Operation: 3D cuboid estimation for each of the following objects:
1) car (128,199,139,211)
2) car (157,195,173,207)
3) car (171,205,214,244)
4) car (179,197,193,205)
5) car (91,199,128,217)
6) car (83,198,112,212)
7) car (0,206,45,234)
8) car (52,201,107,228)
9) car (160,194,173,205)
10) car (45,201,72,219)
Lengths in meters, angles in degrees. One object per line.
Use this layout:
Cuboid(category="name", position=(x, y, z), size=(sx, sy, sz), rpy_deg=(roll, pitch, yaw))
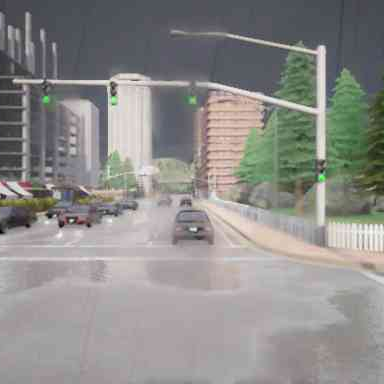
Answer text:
Cuboid(category="car", position=(-7.688, 1.536, 40.461), size=(1.994, 1.385, 4.181), rpy_deg=(0, 0, -1))
Cuboid(category="car", position=(-4.285, 1.501, 51.041), size=(1.812, 1.442, 4.674), rpy_deg=(0, 0, -1))
Cuboid(category="car", position=(0.000, 1.542, 15.797), size=(2.033, 1.411, 5.357), rpy_deg=(0, 0, -1))
Cuboid(category="car", position=(-0.888, 1.487, 50.884), size=(1.837, 1.490, 4.892), rpy_deg=(0, 0, -1))
Cuboid(category="car", position=(-7.513, 1.539, 30.506), size=(1.994, 1.385, 4.181), rpy_deg=(0, 0, -1))
Cuboid(category="car", position=(-11.174, 1.513, 39.771), size=(2.033, 1.411, 5.357), rpy_deg=(0, 0, -1))
Cuboid(category="car", position=(-10.773, 1.520, 19.178), size=(2.033, 1.411, 5.357), rpy_deg=(0, 0, -1))
Cuboid(category="car", position=(-7.335, 1.542, 22.140), size=(1.994, 1.385, 4.181), rpy_deg=(0, 0, -1))
Cuboid(category="car", position=(-4.597, 1.324, 60.019), size=(2.097, 1.767, 4.553), rpy_deg=(0, 0, -1))
Cuboid(category="car", position=(-10.991, 1.516, 29.220), size=(2.033, 1.411, 5.357), rpy_deg=(0, 0, -1))
